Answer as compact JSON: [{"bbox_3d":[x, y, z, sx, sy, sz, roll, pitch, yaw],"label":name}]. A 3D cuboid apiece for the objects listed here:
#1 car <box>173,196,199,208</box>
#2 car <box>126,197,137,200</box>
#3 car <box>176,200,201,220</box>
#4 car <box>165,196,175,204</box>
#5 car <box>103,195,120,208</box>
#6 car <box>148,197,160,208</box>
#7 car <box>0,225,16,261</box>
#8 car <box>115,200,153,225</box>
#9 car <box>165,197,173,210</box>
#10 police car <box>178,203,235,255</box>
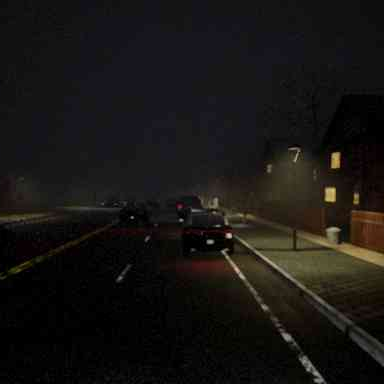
[{"bbox_3d":[-0.327,1.349,29.807,2.150,2.045,5.566,0,0,-3],"label":"car"},{"bbox_3d":[-9.580,1.597,52.551,2.097,1.767,4.553,0,0,-5],"label":"car"},{"bbox_3d":[0.021,1.576,23.747,1.882,1.535,5.008,0,0,-3],"label":"car"},{"bbox_3d":[-4.785,1.742,71.532,1.882,1.535,5.008,0,0,-6],"label":"car"},{"bbox_3d":[-12.969,1.483,54.076,2.150,2.045,5.566,0,0,-5],"label":"car"},{"bbox_3d":[-6.133,1.591,52.350,2.097,1.767,4.553,0,0,-5],"label":"car"},{"bbox_3d":[-6.925,1.572,9.763,1.812,1.442,4.674,0,0,-2],"label":"car"},{"bbox_3d":[-4.184,1.586,24.867,1.882,1.535,5.008,0,0,-3],"label":"car"},{"bbox_3d":[-2.579,1.564,48.056,2.097,1.767,4.553,0,0,-5],"label":"car"},{"bbox_3d":[0.507,1.481,13.803,1.930,1.638,5.238,0,0,-2],"label":"police car"}]
